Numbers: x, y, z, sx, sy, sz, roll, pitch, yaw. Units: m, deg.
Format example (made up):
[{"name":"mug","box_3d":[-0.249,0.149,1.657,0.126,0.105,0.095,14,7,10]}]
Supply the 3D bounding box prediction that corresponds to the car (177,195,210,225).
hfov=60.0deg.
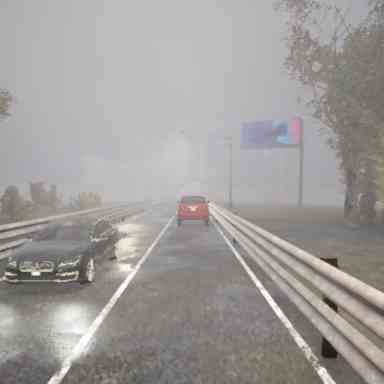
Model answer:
[{"name":"car","box_3d":[0.090,1.212,24.057,2.150,2.045,5.566,0,0,0]}]

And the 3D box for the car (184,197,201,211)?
[{"name":"car","box_3d":[0.052,1.476,42.535,2.128,1.511,4.902,0,0,0]}]

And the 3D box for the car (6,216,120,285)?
[{"name":"car","box_3d":[-3.356,1.501,9.571,1.837,1.490,4.892,0,0,0]}]
